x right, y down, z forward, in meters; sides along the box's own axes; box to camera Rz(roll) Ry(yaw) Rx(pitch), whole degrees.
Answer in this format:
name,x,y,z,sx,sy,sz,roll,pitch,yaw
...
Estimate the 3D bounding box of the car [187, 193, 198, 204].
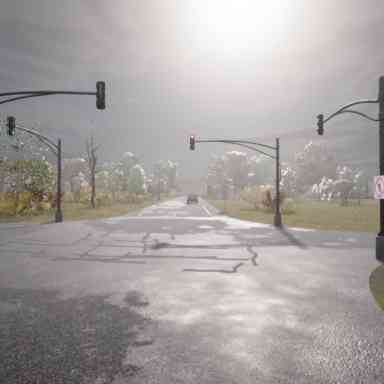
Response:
name,x,y,z,sx,sy,sz,roll,pitch,yaw
car,0.108,1.292,67.703,2.150,2.045,5.566,0,0,0
